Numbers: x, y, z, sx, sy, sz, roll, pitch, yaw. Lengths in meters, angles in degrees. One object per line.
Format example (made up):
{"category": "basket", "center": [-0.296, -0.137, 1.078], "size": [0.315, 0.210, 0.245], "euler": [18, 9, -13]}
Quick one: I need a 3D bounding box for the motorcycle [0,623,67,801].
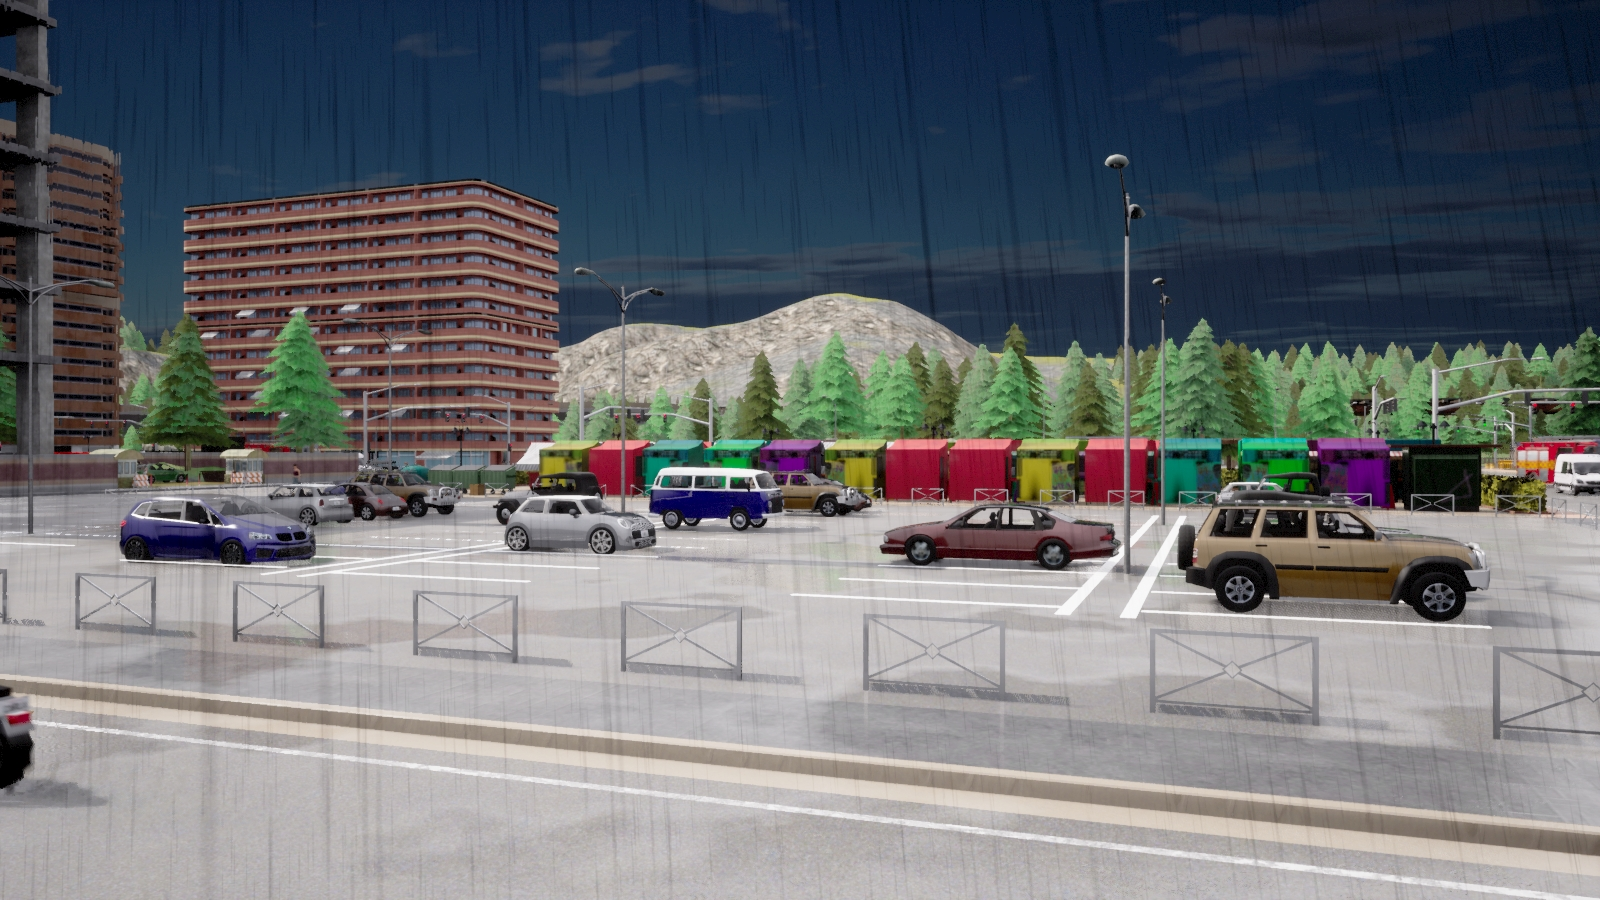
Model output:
{"category": "motorcycle", "center": [-7.433, 2.155, 9.704], "size": [2.356, 1.307, 0.764], "euler": [0, 0, 20]}

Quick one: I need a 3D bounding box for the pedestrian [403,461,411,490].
{"category": "pedestrian", "center": [-25.526, 1.641, 74.227], "size": [0.375, 1.860, 0.375], "euler": [0, 0, 19]}

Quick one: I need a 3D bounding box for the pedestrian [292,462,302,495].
{"category": "pedestrian", "center": [-28.646, 1.643, 65.086], "size": [0.375, 1.860, 0.375], "euler": [0, 0, 19]}
